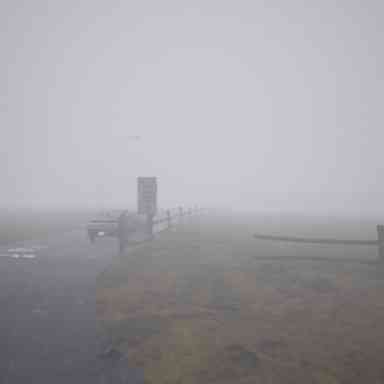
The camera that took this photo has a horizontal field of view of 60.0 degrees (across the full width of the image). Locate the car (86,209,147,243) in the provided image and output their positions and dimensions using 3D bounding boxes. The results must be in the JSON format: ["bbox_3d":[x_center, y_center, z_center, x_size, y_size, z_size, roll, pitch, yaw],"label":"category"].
[{"bbox_3d":[-3.598,1.633,16.905,2.128,1.511,4.902,-1,-1,9],"label":"car"}]
